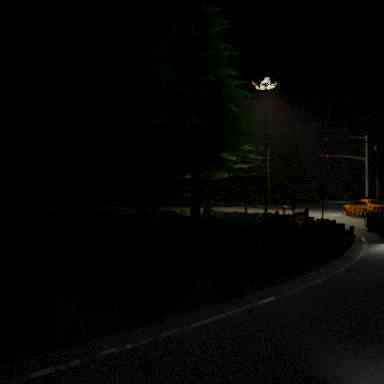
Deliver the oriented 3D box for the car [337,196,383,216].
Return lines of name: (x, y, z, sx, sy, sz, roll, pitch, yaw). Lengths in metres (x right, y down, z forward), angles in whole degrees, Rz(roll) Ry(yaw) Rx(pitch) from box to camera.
car: (14.126, 1.324, 26.975, 1.882, 1.535, 5.008, 0, 0, -4)

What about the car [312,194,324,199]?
car: (31.082, 1.116, 81.977, 1.994, 1.385, 4.181, 0, 0, -18)

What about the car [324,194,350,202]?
car: (28.541, 1.167, 65.642, 2.033, 1.411, 5.357, 0, 0, 4)

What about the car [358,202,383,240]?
car: (9.835, 1.449, 16.218, 2.033, 1.411, 5.357, 0, 0, 17)
